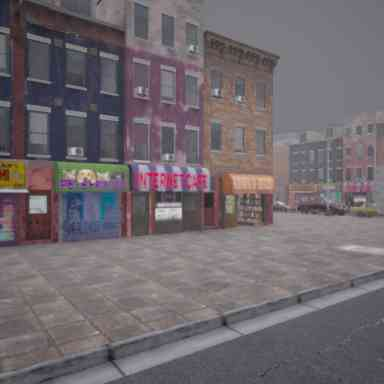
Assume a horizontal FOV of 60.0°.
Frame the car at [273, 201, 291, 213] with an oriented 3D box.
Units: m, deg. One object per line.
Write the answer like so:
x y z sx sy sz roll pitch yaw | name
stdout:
9.809 1.657 37.849 1.802 1.307 4.206 0 0 -35 | car

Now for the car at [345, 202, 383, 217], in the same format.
16.236 1.571 28.831 1.752 1.417 4.829 0 0 -35 | car

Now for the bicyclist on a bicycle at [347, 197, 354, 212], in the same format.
17.529 1.372 36.747 1.656 1.620 0.582 0 0 -35 | bicyclist on a bicycle

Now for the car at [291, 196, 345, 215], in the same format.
12.973 1.376 33.409 2.192 1.841 5.009 0 0 -35 | car
